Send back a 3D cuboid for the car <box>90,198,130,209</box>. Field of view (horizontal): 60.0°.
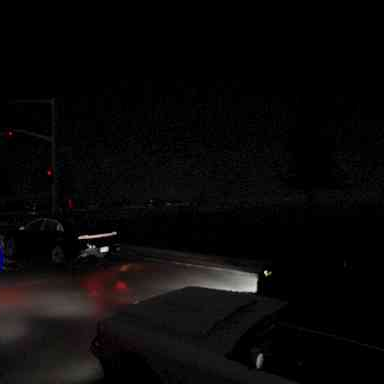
[{"bbox_3d":[-12.132,1.715,49.628,2.128,1.511,4.902,0,0,35],"label":"car"}]

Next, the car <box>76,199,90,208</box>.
[{"bbox_3d":[-18.563,1.811,52.643,2.033,1.411,5.357,0,0,35],"label":"car"}]

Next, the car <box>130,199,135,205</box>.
[{"bbox_3d":[-12.544,1.828,61.248,1.994,1.385,4.181,0,0,35],"label":"car"}]

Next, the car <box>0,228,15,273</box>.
[{"bbox_3d":[-7.073,1.540,9.031,5.008,1.535,1.882,0,0,36],"label":"car"}]

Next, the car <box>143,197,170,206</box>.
[{"bbox_3d":[-6.431,1.576,57.798,2.097,1.767,4.553,0,0,35],"label":"car"}]

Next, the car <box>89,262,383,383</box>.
[{"bbox_3d":[1.189,1.605,3.147,4.718,1.301,1.895,0,0,35],"label":"car"}]

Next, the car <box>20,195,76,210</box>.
[{"bbox_3d":[-17.804,1.445,41.480,2.150,2.045,5.566,0,0,35],"label":"car"}]

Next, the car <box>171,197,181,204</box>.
[{"bbox_3d":[-4.264,1.785,72.934,1.812,1.442,4.674,0,0,36],"label":"car"}]

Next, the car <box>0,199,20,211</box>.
[{"bbox_3d":[-24.126,1.767,44.648,1.837,1.490,4.892,0,0,35],"label":"car"}]

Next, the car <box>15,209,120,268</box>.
[{"bbox_3d":[-4.655,1.553,11.604,4.902,1.511,2.128,0,0,36],"label":"car"}]

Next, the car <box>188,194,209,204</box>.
[{"bbox_3d":[1.464,1.447,68.916,2.150,2.045,5.566,0,0,36],"label":"car"}]

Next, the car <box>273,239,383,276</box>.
[{"bbox_3d":[3.291,1.568,5.937,4.181,1.385,1.994,0,0,36],"label":"car"}]
